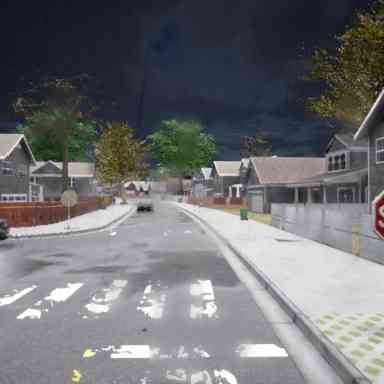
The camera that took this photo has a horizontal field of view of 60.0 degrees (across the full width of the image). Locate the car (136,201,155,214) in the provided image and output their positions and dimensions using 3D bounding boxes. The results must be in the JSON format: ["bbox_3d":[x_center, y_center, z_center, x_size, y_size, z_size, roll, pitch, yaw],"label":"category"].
[{"bbox_3d":[-4.966,1.611,35.803,1.895,1.301,4.718,0,0,-7],"label":"car"}]

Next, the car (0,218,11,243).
[{"bbox_3d":[-9.802,1.542,12.919,4.892,1.490,1.837,-1,4,-14],"label":"car"}]
